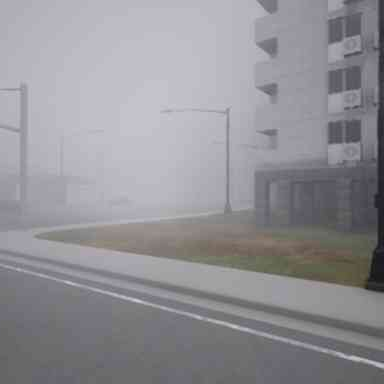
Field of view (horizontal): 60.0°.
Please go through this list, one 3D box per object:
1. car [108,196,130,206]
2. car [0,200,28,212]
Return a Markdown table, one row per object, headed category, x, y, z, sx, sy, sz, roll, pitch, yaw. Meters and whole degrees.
| category | x | y | z | sx | sy | sz | roll | pitch | yaw |
| --- | --- | --- | --- | --- | --- | --- | --- | --- | --- |
| car | -11.469 | 1.422 | 52.622 | 1.882 | 1.535 | 5.008 | 0 | 0 | 14 |
| car | -20.128 | 1.515 | 35.983 | 1.994 | 1.385 | 4.181 | 0 | 0 | 36 |
